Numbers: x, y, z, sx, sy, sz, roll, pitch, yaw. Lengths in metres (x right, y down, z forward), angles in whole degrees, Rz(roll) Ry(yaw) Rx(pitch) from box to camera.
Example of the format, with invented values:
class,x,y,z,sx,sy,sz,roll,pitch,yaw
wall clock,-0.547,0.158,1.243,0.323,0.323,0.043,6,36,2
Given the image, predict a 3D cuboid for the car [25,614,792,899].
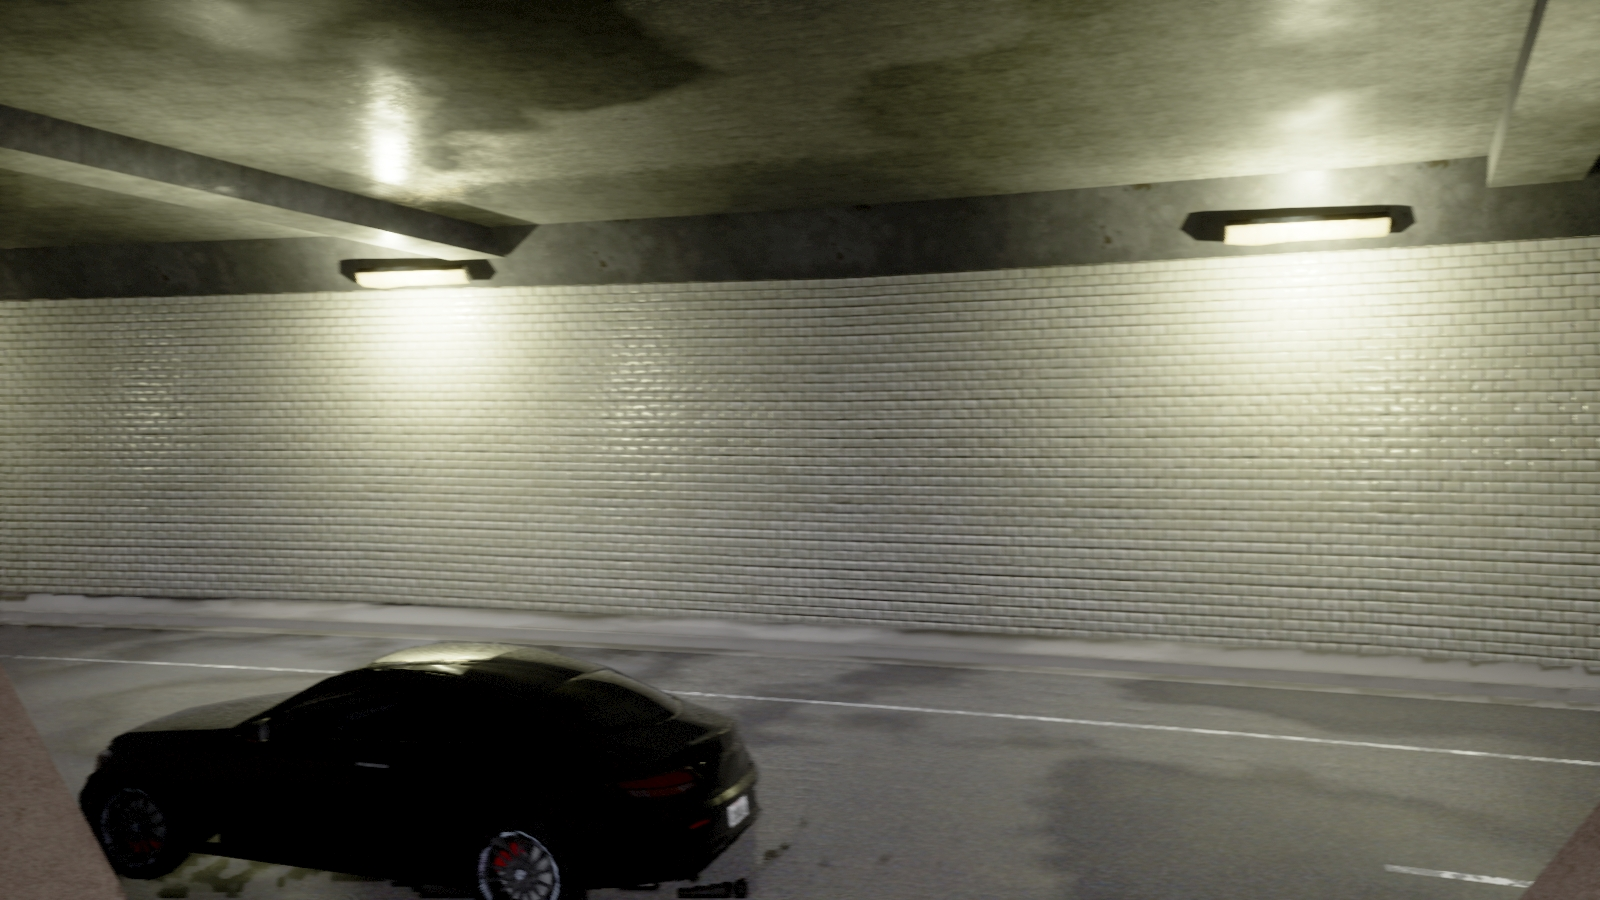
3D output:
class,x,y,z,sx,sy,sz,roll,pitch,yaw
car,-2.584,2.080,7.807,4.674,1.442,2.002,0,0,17
